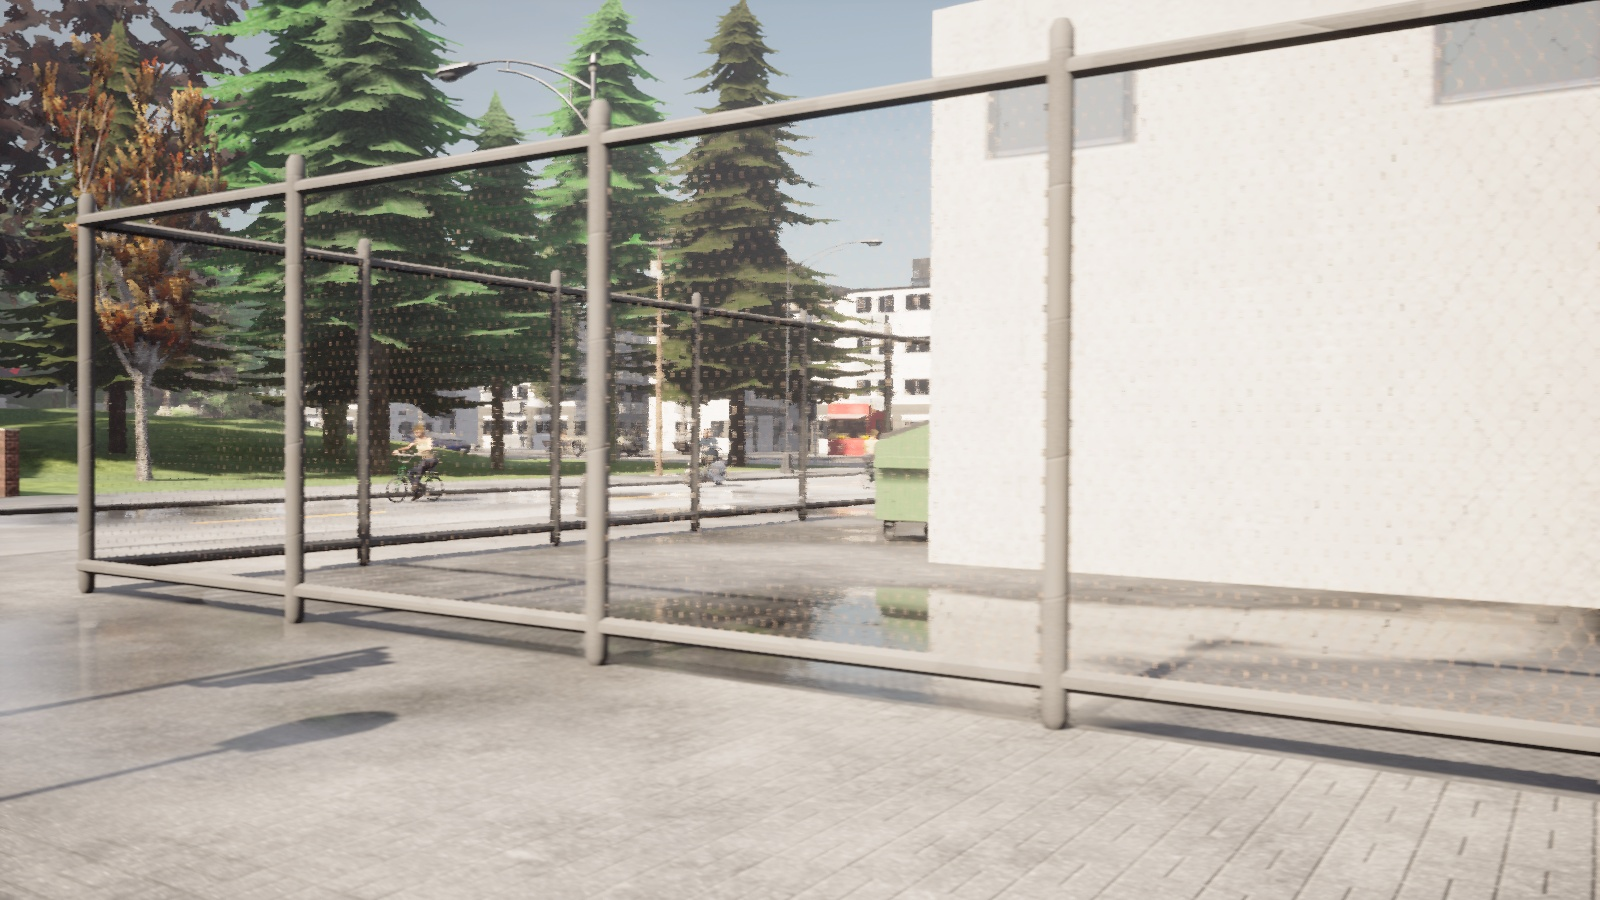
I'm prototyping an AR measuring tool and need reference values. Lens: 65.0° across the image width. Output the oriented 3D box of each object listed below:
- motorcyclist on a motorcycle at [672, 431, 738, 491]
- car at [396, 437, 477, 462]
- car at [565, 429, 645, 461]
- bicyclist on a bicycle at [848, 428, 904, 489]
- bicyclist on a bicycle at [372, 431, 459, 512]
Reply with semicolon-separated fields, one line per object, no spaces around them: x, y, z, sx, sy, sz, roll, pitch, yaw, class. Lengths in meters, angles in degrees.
-2.574;0.273;34.205;0.866;1.590;1.817;0;1;33;motorcyclist on a motorcycle
-22.409;-0.029;77.371;4.792;1.488;2.163;0;1;33;car
-11.698;-0.296;75.247;4.605;1.855;1.932;0;1;33;car
2.076;0.210;34.040;0.866;1.612;1.509;0;1;32;bicyclist on a bicycle
-7.914;0.418;25.890;0.866;1.612;1.509;0;1;32;bicyclist on a bicycle
